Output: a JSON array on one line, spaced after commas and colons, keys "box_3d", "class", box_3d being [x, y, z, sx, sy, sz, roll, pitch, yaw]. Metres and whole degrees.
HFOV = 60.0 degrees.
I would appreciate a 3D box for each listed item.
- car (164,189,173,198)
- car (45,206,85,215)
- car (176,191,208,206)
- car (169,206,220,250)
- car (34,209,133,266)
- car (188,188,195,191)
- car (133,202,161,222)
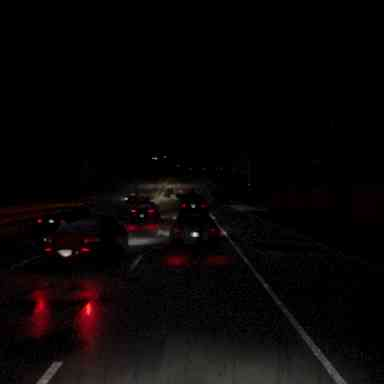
[{"box_3d": [-7.105, 0.797, 95.116, 1.812, 1.442, 4.674, 0, 3, 0], "class": "car"}, {"box_3d": [-6.900, 1.486, 18.831, 2.033, 1.411, 5.357, 0, 0, 0], "class": "car"}, {"box_3d": [0.097, 1.136, 26.704, 2.150, 2.045, 5.566, 0, 0, 0], "class": "car"}, {"box_3d": [0.101, 1.518, 14.121, 1.994, 1.385, 4.181, 0, 0, 0], "class": "car"}, {"box_3d": [-3.402, 1.490, 11.275, 1.812, 1.442, 4.674, 0, -1, 0], "class": "car"}, {"box_3d": [-0.105, 0.496, 95.167, 2.150, 2.045, 5.566, 0, 3, 0], "class": "car"}, {"box_3d": [-3.403, 1.445, 24.989, 1.812, 1.442, 4.674, 0, 0, 0], "class": "car"}]
